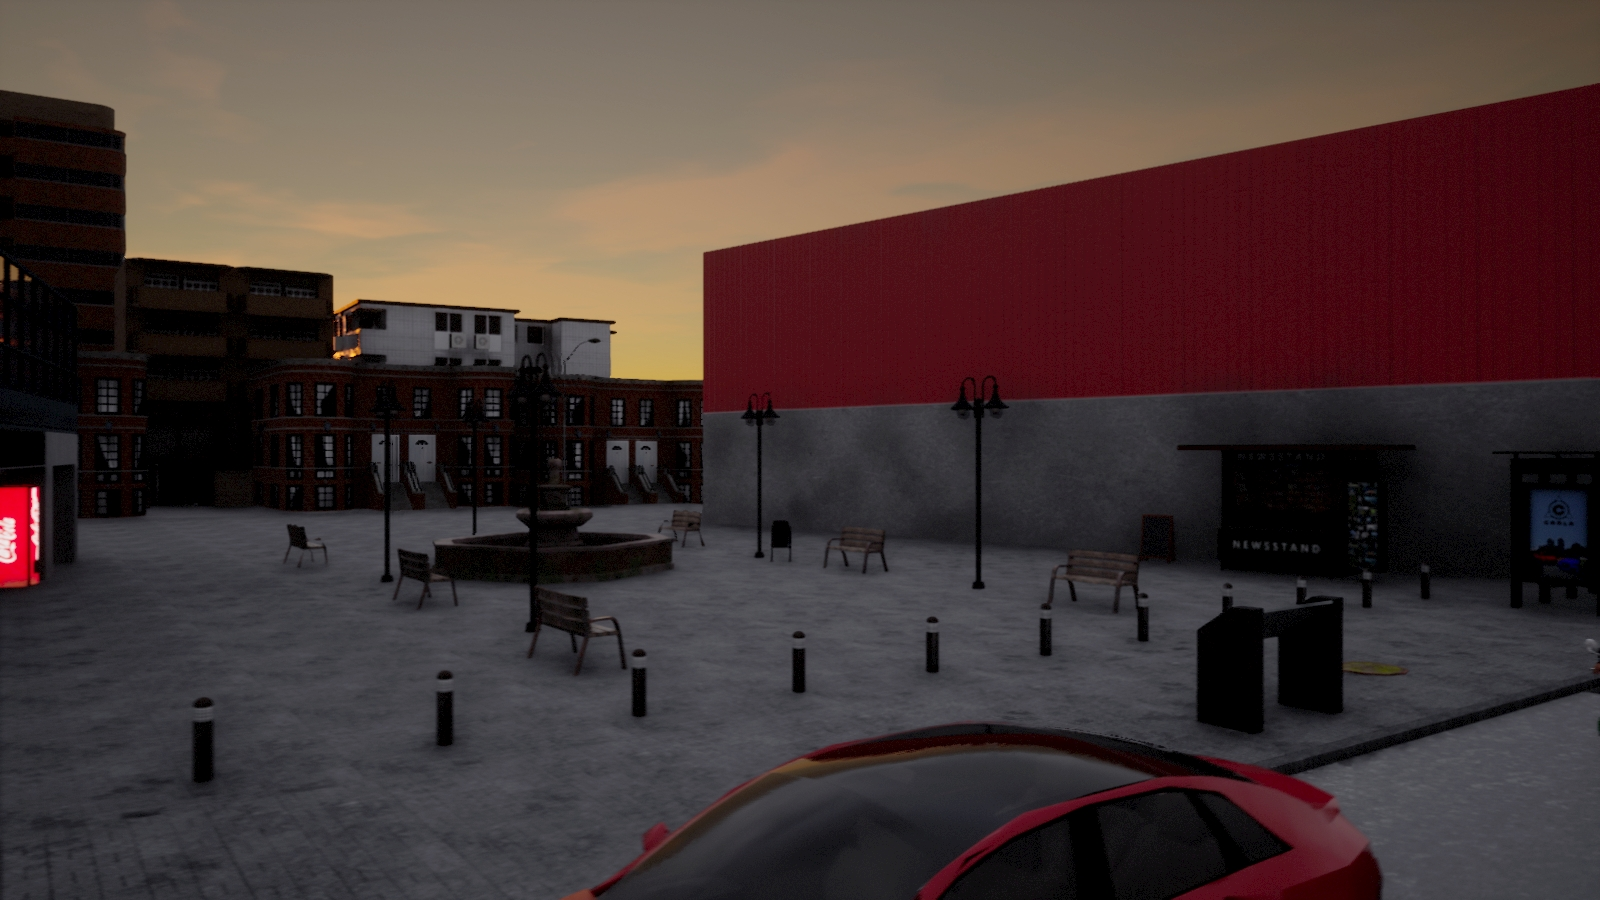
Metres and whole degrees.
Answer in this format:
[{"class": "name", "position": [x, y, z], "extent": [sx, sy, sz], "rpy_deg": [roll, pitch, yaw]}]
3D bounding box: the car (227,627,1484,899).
[{"class": "car", "position": [0.503, 1.841, 4.763], "extent": [4.892, 1.480, 2.231], "rpy_deg": [0, 0, -35]}]
